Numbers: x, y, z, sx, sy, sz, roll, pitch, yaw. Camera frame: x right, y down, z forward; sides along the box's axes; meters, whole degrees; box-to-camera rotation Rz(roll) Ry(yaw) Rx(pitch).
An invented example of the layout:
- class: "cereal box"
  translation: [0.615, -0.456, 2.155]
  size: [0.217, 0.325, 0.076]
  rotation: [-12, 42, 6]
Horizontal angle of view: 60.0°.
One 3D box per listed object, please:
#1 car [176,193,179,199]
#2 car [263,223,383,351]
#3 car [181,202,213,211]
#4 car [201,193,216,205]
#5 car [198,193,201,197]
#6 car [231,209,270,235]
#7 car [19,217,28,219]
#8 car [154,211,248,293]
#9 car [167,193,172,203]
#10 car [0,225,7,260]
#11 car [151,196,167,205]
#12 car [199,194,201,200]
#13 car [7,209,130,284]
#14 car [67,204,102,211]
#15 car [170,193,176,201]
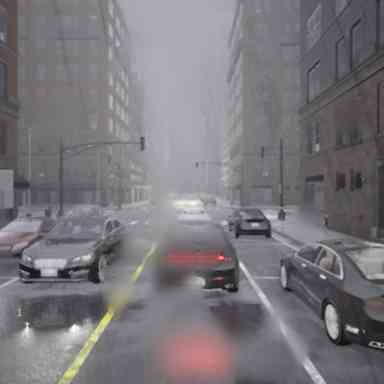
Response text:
- class: "car"
  translation: [-5.533, 1.231, 92.107]
  size: [2.192, 1.841, 5.009]
  rotation: [0, 0, 0]
- class: "car"
  translation: [2.858, 1.535, 6.138]
  size: [2.008, 1.369, 4.403]
  rotation: [0, 0, 0]
- class: "car"
  translation: [0.090, 1.482, 17.954]
  size: [1.812, 1.442, 4.674]
  rotation: [0, 0, -1]
- class: "car"
  translation: [2.910, 1.343, 54.231]
  size: [1.967, 1.590, 4.097]
  rotation: [0, 0, 0]
- class: "car"
  translation: [2.957, 1.338, 75.866]
  size: [1.967, 1.590, 4.097]
  rotation: [0, 0, 0]
- class: "car"
  translation: [2.862, 1.524, 17.141]
  size: [1.947, 1.339, 4.313]
  rotation: [0, 0, 0]
- class: "car"
  translation: [-5.666, 1.553, 11.643]
  size: [1.802, 1.307, 4.206]
  rotation: [0, 0, 0]
- class: "car"
  translation: [0.102, 1.483, 8.807]
  size: [1.837, 1.490, 4.892]
  rotation: [0, 0, 0]
- class: "car"
  translation: [-5.590, 1.447, 65.064]
  size: [2.008, 1.369, 4.403]
  rotation: [0, 0, 0]
- class: "car"
  translation: [-5.667, 1.550, 6.141]
  size: [1.947, 1.339, 4.313]
  rotation: [0, 0, 0]
- class: "car"
  translation: [-5.615, 1.484, 54.247]
  size: [1.802, 1.307, 4.206]
  rotation: [0, 0, 0]
- class: "car"
  translation: [2.934, 1.447, 65.049]
  size: [2.008, 1.369, 4.403]
  rotation: [0, 0, 0]
- class: "car"
  translation: [-3.065, 1.468, 9.613]
  size: [2.128, 1.511, 4.902]
  rotation: [0, 0, 0]
- class: "car"
  translation: [-5.663, 1.398, 17.144]
  size: [1.967, 1.590, 4.097]
  rotation: [0, 0, 0]
- class: "car"
  translation: [-5.556, 1.427, 81.120]
  size: [1.752, 1.417, 4.829]
  rotation: [0, 0, 0]
